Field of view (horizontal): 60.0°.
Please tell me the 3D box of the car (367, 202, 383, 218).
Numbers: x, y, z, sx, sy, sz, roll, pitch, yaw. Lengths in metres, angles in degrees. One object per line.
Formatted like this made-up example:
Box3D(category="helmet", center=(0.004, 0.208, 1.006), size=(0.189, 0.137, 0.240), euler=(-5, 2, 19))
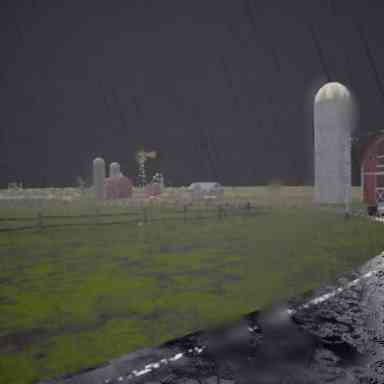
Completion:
Box3D(category="car", center=(17.789, 1.662, 30.880), size=(1.994, 1.385, 4.181), euler=(-1, -1, 12))
